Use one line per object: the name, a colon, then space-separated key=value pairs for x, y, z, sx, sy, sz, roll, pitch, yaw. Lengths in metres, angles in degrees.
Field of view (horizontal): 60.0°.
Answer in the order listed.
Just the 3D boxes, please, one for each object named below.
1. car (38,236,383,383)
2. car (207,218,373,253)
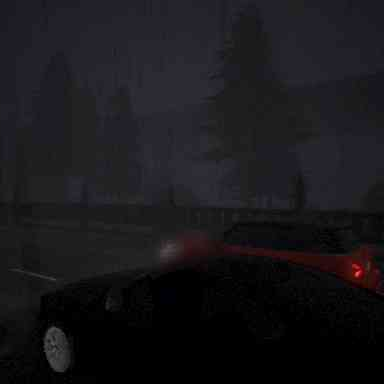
car: x=0.220 y=1.475 z=3.824 sx=5.008 sy=1.535 sz=1.882 roll=0 pitch=0 yaw=35
car: x=1.455 y=1.348 z=7.230 sx=4.553 sy=1.767 sz=2.097 roll=0 pitch=0 yaw=35
